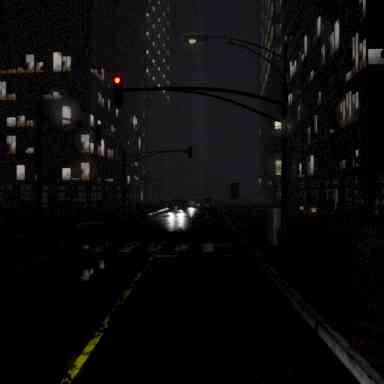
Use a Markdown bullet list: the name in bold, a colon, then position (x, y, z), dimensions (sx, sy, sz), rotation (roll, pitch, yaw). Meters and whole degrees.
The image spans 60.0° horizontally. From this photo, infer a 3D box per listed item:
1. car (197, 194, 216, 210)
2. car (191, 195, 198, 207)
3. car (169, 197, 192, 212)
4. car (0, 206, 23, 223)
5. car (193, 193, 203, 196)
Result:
- **car**: position (2.083, 1.439, 43.433), dimensions (1.882, 1.535, 5.008), rotation (0, 0, 5)
- **car**: position (-0.615, 1.555, 48.909), dimensions (1.895, 1.301, 4.718), rotation (0, 0, 6)
- **car**: position (-1.530, 1.462, 38.530), dimensions (2.128, 1.511, 4.902), rotation (0, 0, 5)
- **car**: position (-16.549, 1.852, 27.985), dimensions (4.403, 1.369, 2.008), rotation (-1, 1, 10)
- **car**: position (1.112, 1.146, 63.668), dimensions (2.150, 2.045, 5.566), rotation (0, 0, 8)
